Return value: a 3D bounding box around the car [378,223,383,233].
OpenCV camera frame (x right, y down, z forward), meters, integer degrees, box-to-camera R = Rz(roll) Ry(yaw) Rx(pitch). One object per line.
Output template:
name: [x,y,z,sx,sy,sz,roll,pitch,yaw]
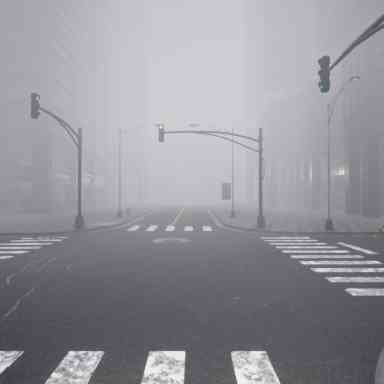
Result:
car: [11.755,1.564,16.220,4.829,1.417,1.752,0,-1,0]
